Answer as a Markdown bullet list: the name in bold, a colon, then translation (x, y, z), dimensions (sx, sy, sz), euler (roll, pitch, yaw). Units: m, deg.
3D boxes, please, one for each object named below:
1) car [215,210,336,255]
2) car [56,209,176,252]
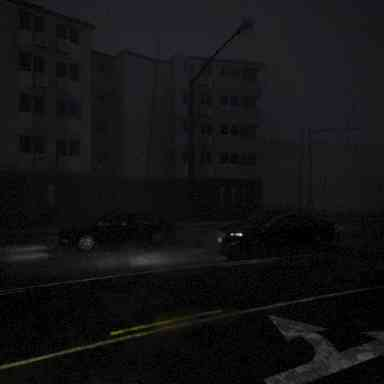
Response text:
- **car**: translation (3.316, 1.491, 13.066), dimensions (4.902, 1.511, 2.128), euler (0, 0, -21)
- **car**: translation (-3.054, 1.505, 13.953), dimensions (4.892, 1.490, 1.837), euler (0, 0, -27)
